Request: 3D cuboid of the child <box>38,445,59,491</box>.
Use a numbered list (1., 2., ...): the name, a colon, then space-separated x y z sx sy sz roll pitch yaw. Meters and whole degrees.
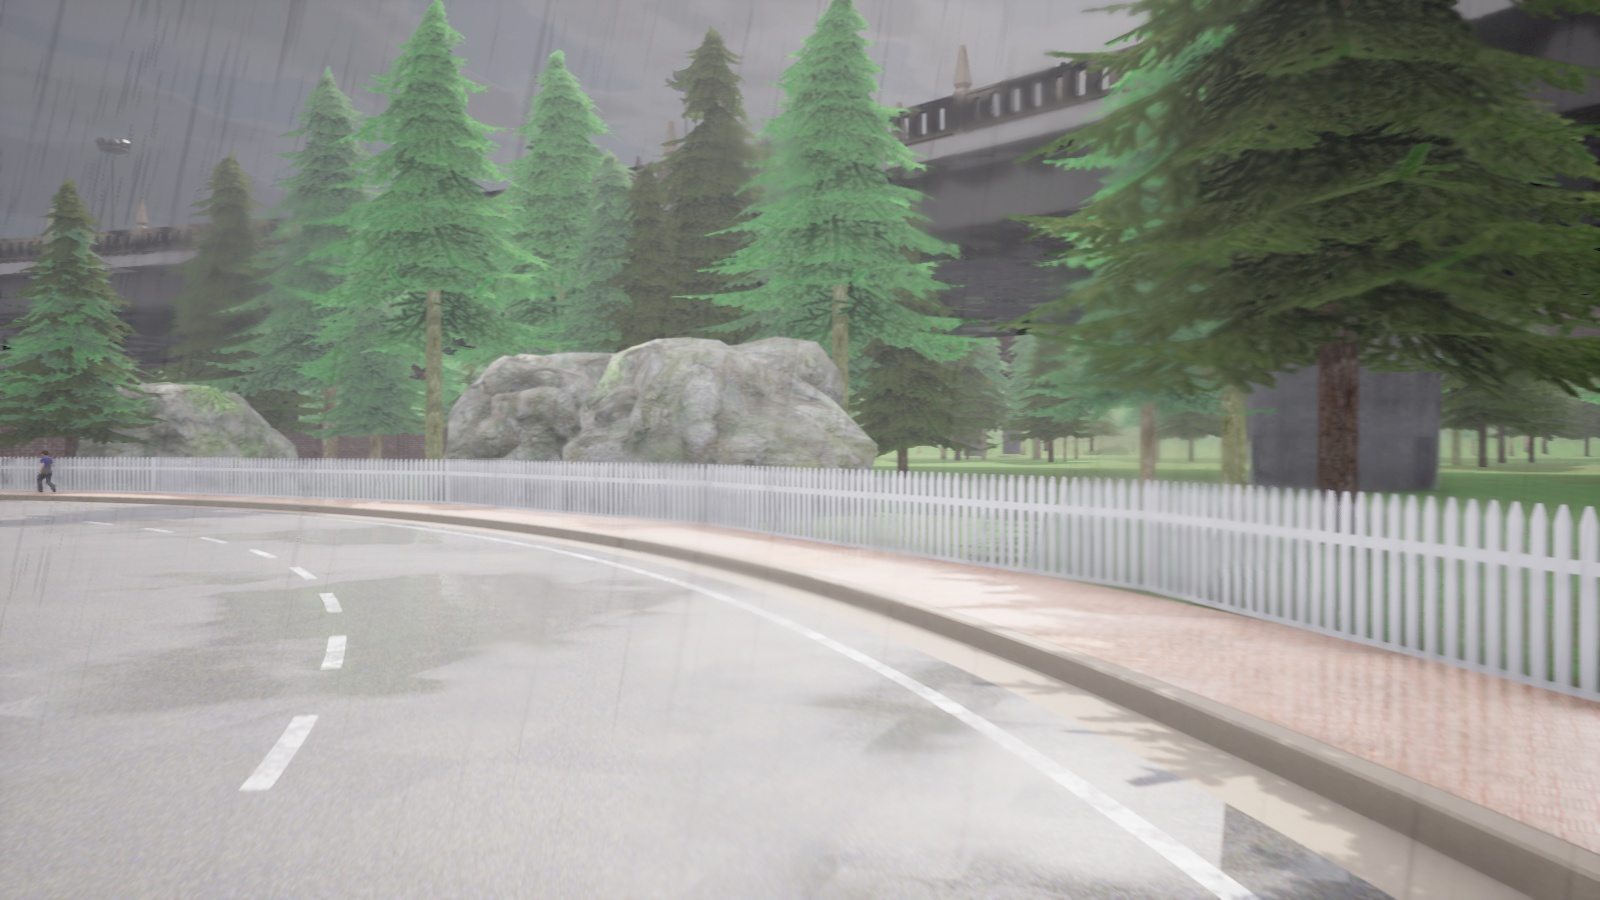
1. child: -20.734 0.497 34.659 0.437 1.263 0.270 0 0 20
